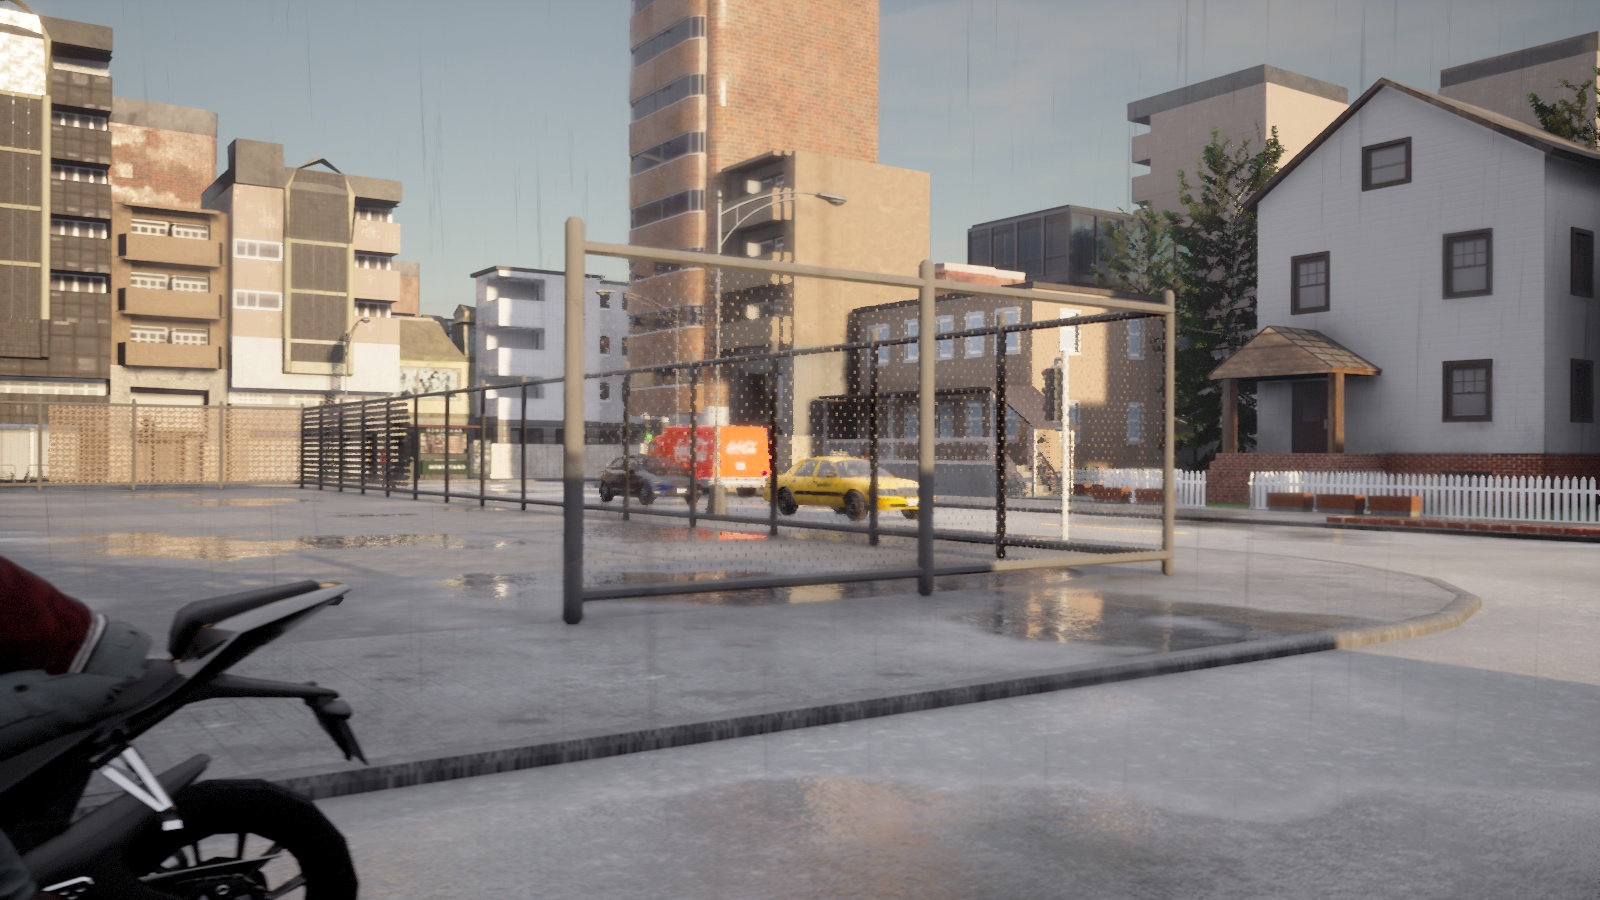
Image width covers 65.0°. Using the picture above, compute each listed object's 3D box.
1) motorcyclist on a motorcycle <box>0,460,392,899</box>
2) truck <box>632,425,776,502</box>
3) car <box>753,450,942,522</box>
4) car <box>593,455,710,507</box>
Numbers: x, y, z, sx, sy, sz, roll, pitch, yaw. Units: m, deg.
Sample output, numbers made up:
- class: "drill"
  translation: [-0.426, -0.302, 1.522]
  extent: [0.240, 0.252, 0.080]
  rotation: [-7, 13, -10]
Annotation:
- class: "motorcyclist on a motorcycle"
  translation: [-2.135, 0.790, 2.777]
  extent: [2.191, 1.530, 0.866]
  rotation: [0, 0, -34]
- class: "truck"
  translation: [-3.398, 0.421, 43.344]
  extent: [2.627, 2.467, 5.204]
  rotation: [0, 0, -36]
- class: "car"
  translation: [0.997, 0.792, 30.006]
  extent: [1.801, 1.575, 5.366]
  rotation: [0, 0, -32]
- class: "car"
  translation: [-4.546, 0.898, 37.978]
  extent: [1.816, 1.474, 4.193]
  rotation: [0, 0, -33]
